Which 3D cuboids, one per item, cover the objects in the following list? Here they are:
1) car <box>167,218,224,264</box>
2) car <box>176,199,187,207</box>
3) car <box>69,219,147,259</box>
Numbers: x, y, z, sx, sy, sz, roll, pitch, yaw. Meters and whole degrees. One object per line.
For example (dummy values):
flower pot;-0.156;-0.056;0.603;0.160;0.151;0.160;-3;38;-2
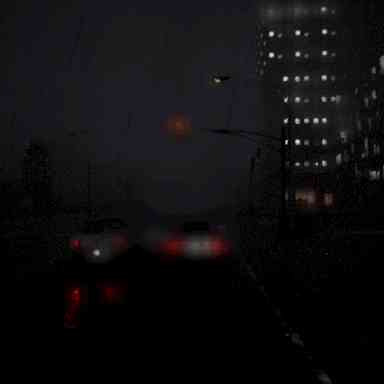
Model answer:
car;0.188;1.664;12.299;2.033;1.411;5.357;0;-1;2
car;-2.128;2.105;66.940;1.882;1.535;5.008;0;-1;5
car;-3.023;1.724;13.136;1.895;1.301;4.718;0;-1;3
